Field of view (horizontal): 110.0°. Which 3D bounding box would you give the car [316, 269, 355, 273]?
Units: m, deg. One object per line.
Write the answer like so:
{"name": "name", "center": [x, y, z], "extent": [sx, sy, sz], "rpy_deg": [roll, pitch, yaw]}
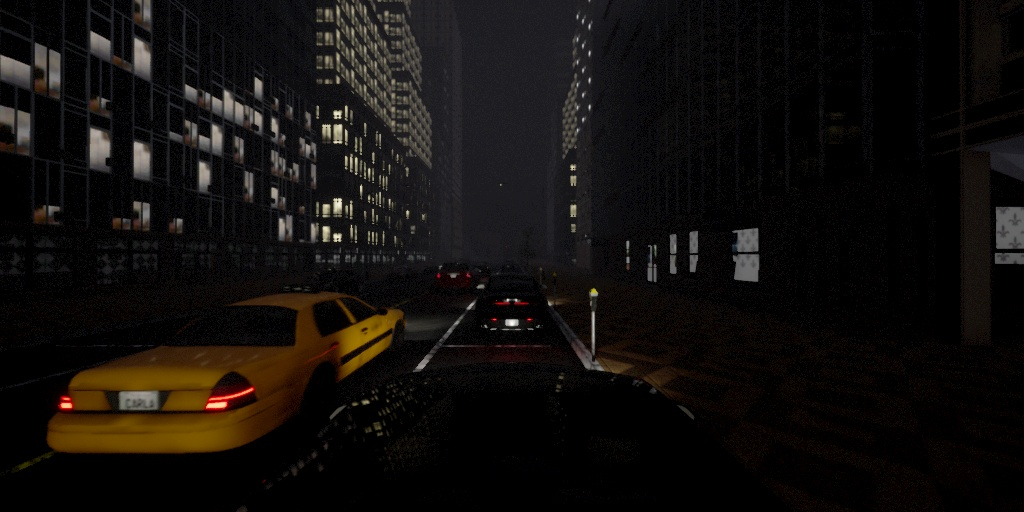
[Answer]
{"name": "car", "center": [-8.836, 1.313, 17.650], "extent": [1.948, 1.339, 4.313], "rpy_deg": [0, 0, 0]}

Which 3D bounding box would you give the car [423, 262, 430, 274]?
{"name": "car", "center": [-8.836, 1.286, 40.419], "extent": [2.007, 1.370, 4.403], "rpy_deg": [0, 0, 0]}

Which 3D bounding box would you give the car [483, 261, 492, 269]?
{"name": "car", "center": [-3.093, 1.263, 36.925], "extent": [1.812, 1.442, 4.674], "rpy_deg": [0, 0, 0]}

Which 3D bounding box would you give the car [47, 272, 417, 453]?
{"name": "car", "center": [-3.145, 1.205, 5.585], "extent": [1.801, 1.575, 5.366], "rpy_deg": [0, 0, 0]}

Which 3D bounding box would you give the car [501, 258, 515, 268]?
{"name": "car", "center": [-0.455, 1.298, 46.099], "extent": [1.948, 1.339, 4.313], "rpy_deg": [0, 0, 0]}

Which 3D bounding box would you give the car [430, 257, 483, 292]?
{"name": "car", "center": [-3.100, 1.098, 21.165], "extent": [2.097, 1.767, 4.553], "rpy_deg": [0, 0, 1]}

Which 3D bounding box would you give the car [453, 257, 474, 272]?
{"name": "car", "center": [-6.191, 1.084, 46.125], "extent": [2.097, 1.767, 4.553], "rpy_deg": [0, 0, 0]}

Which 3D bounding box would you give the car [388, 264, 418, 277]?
{"name": "car", "center": [-8.835, 1.325, 29.033], "extent": [1.802, 1.307, 4.207], "rpy_deg": [0, 0, 0]}

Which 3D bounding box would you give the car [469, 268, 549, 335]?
{"name": "car", "center": [0.000, 1.253, 10.499], "extent": [1.837, 1.490, 4.892], "rpy_deg": [0, 0, 0]}
